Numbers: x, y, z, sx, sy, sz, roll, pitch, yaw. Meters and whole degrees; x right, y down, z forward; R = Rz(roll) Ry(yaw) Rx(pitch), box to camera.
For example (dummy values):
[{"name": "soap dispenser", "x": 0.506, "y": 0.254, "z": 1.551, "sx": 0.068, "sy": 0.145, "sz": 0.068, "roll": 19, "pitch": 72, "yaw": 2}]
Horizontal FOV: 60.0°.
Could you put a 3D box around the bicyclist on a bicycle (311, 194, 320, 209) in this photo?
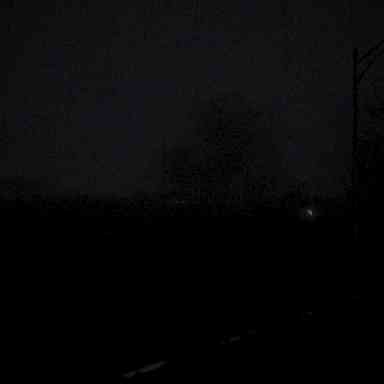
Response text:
[{"name": "bicyclist on a bicycle", "x": 13.857, "y": 1.042, "z": 37.196, "sx": 1.656, "sy": 1.620, "sz": 0.582, "roll": 0, "pitch": 1, "yaw": -35}]

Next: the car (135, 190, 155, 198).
[{"name": "car", "x": -9.004, "y": 0.390, "z": 63.925, "sx": 2.033, "sy": 1.411, "sz": 5.357, "roll": -1, "pitch": 2, "yaw": -35}]

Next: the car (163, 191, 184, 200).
[{"name": "car", "x": -3.099, "y": 0.587, "z": 55.720, "sx": 1.812, "sy": 1.442, "sz": 4.674, "roll": -1, "pitch": 2, "yaw": -35}]
